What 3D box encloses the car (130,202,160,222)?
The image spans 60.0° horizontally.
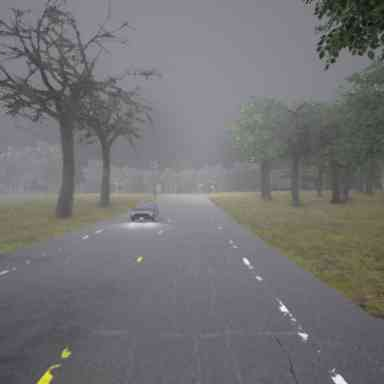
[{"bbox_3d":[-3.589,1.490,26.335,2.033,1.411,5.357,0,0,0],"label":"car"}]
